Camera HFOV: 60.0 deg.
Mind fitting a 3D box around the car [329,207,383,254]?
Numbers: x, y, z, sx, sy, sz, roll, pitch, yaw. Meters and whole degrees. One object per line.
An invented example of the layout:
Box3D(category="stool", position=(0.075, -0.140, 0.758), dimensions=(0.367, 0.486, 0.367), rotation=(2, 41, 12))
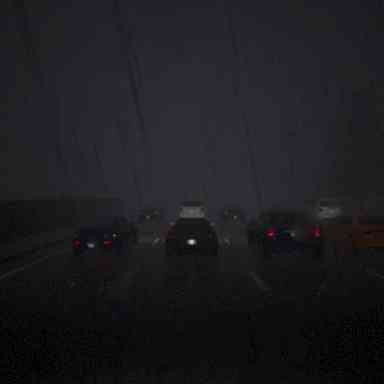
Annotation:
Box3D(category="car", position=(7.014, 1.635, 14.236), dimensions=(1.882, 1.535, 5.008), rotation=(0, 0, 0))

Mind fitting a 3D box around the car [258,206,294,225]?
Box3D(category="car", position=(6.999, 1.912, 28.236), dimensions=(1.895, 1.301, 4.718), rotation=(0, -1, 0))

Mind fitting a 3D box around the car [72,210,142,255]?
Box3D(category="car", position=(-3.489, 1.679, 13.879), dimensions=(1.812, 1.442, 4.674), rotation=(0, 0, 0))

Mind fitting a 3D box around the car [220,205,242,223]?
Box3D(category="car", position=(3.504, 1.843, 28.883), dimensions=(1.812, 1.442, 4.674), rotation=(0, 0, 0))

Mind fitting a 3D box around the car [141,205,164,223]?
Box3D(category="car", position=(-3.496, 1.842, 28.876), dimensions=(1.812, 1.442, 4.674), rotation=(0, 0, 0))

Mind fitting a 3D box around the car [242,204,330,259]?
Box3D(category="car", position=(3.508, 1.499, 13.414), dimensions=(2.097, 1.767, 4.553), rotation=(0, -1, 0))

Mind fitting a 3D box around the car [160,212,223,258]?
Box3D(category="car", position=(0.006, 1.713, 13.485), dimensions=(1.994, 1.385, 4.181), rotation=(0, -1, 1))

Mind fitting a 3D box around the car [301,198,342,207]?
Box3D(category="car", position=(10.493, 1.528, 27.582), dimensions=(2.150, 2.045, 5.566), rotation=(0, 0, 0))

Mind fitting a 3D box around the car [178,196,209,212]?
Box3D(category="car", position=(-0.007, 1.528, 27.574), dimensions=(2.150, 2.045, 5.566), rotation=(0, 0, 0))
